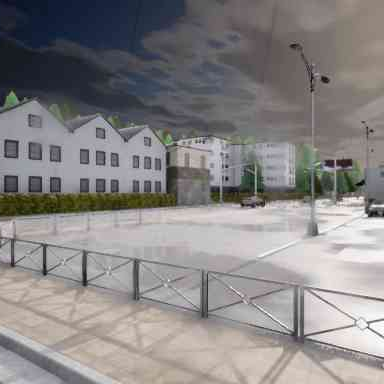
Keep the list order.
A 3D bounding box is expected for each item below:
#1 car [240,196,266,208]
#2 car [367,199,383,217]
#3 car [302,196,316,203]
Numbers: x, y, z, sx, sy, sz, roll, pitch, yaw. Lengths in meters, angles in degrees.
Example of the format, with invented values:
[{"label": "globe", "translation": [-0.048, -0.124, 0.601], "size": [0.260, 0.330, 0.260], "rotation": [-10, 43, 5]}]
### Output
[{"label": "car", "translation": [7.881, 1.300, 42.651], "size": [2.128, 1.511, 4.902], "rotation": [0, 0, 34]}, {"label": "car", "translation": [15.428, 1.298, 26.805], "size": [2.007, 1.523, 4.514], "rotation": [0, 0, 35]}, {"label": "car", "translation": [22.118, 1.364, 62.729], "size": [1.994, 1.385, 4.181], "rotation": [0, 0, 29]}]
